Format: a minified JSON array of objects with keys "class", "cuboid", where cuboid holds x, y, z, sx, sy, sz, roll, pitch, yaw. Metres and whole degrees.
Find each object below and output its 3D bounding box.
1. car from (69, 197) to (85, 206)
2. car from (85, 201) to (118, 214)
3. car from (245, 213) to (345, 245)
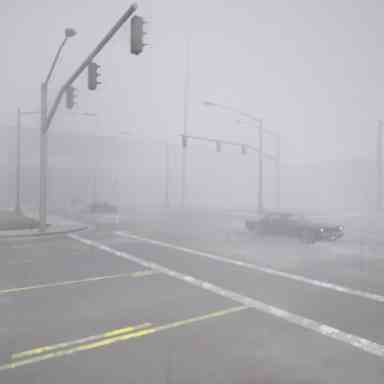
[{"class":"car","cuboid":[-20.602,1.693,59.812,1.837,1.490,4.892,-2,0,-1]},{"class":"car","cuboid":[-10.023,1.743,37.501,1.895,1.301,4.718,1,0,-36]},{"class":"car","cuboid":[4.921,1.711,16.402,1.895,1.301,4.718,1,0,-35]}]
